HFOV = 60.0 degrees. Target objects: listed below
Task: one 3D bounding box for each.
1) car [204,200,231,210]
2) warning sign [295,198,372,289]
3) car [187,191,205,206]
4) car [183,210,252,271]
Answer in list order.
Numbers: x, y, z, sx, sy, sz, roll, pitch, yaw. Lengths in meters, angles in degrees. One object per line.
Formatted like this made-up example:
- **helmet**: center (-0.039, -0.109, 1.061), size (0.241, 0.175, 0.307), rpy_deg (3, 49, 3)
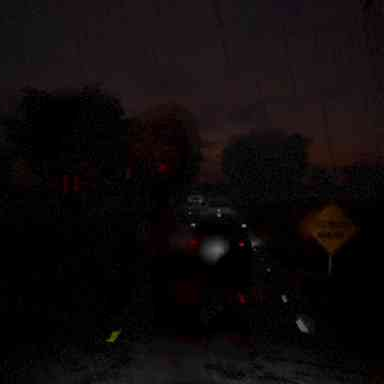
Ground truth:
- **car**: center (2.229, 1.410, 27.402), size (1.895, 1.301, 4.718), rpy_deg (0, 1, 5)
- **warning sign**: center (3.185, 1.115, 7.654), size (1.300, 1.860, 1.060), rpy_deg (1, 1, 5)
- **car**: center (0.639, 0.835, 46.463), size (2.150, 2.045, 5.566), rpy_deg (0, 0, 5)
- **car**: center (0.854, 1.522, 10.925), size (1.994, 1.385, 4.181), rpy_deg (0, 0, 5)
